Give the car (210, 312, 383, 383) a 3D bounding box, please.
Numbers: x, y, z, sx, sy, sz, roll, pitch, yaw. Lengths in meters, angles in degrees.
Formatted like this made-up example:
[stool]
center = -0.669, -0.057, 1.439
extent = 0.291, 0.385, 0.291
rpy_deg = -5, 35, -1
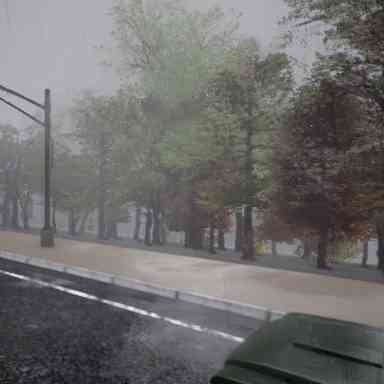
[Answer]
[car]
center = 2.386, 1.602, 1.984
extent = 4.718, 1.301, 1.895
rpy_deg = 0, 0, 35
